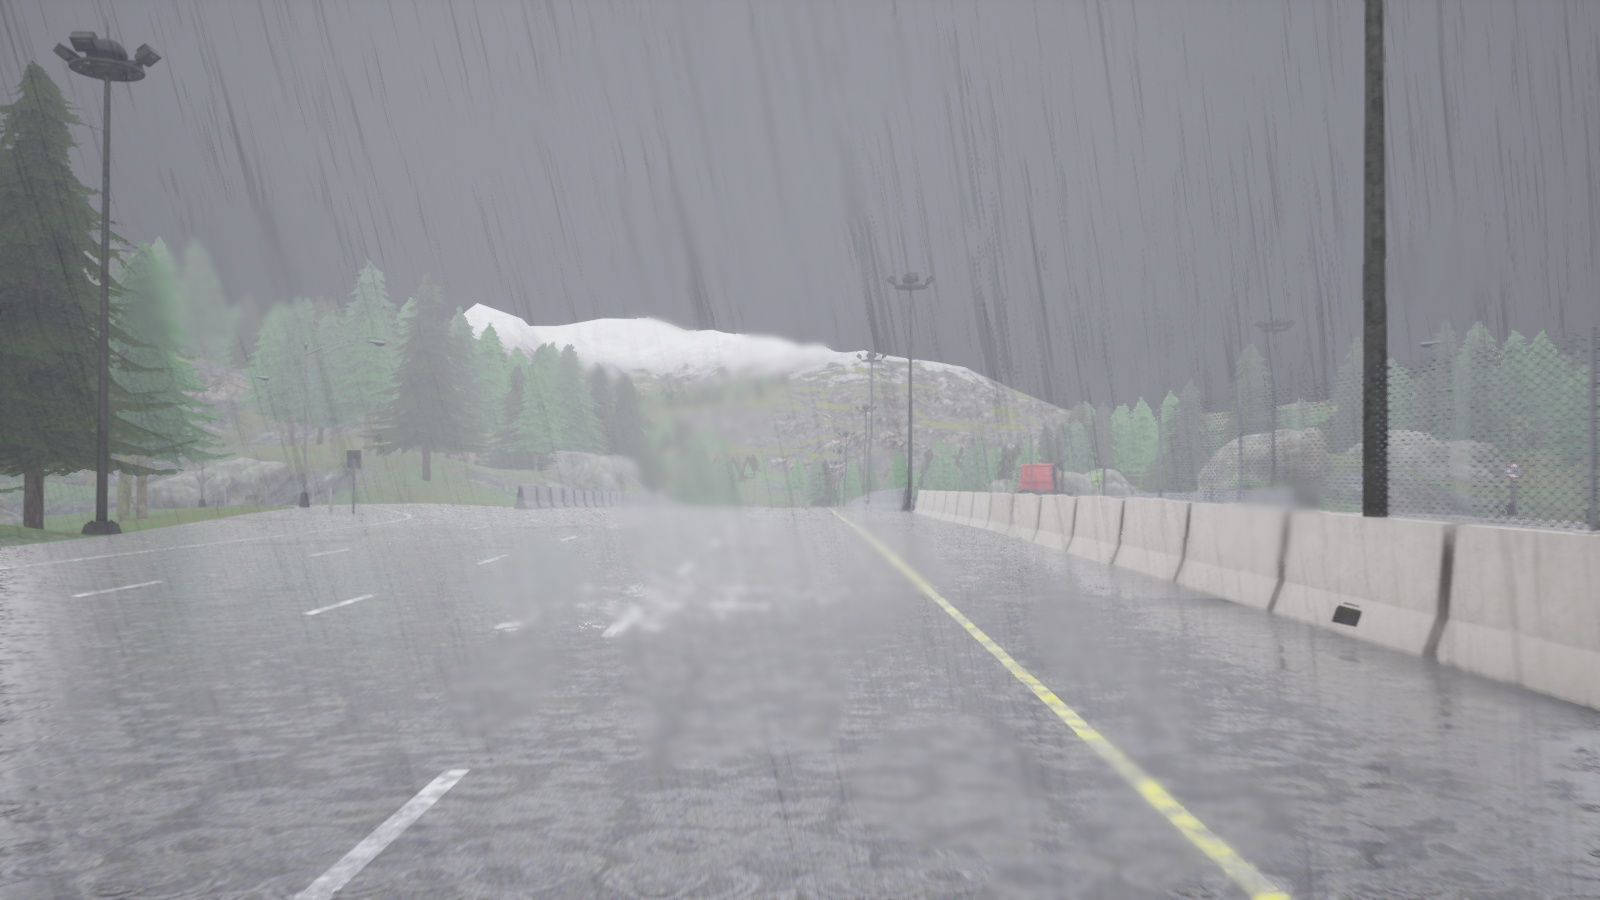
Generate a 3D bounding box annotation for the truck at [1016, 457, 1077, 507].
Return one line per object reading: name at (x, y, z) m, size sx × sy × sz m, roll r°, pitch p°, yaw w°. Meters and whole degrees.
truck at (17.771, 2.414, 91.156) m, size 2.891 × 3.462 × 7.936 m, roll 0°, pitch -3°, yaw 1°
